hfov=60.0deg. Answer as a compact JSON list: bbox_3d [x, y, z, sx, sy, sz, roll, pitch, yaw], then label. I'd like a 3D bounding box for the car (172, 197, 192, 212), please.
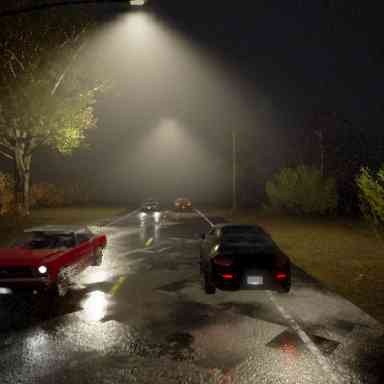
[{"bbox_3d":[-1.031,1.466,37.514,1.812,1.442,4.674,0,0,-3],"label":"car"}]

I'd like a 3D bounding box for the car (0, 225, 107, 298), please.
[{"bbox_3d":[-3.672,1.596,8.631,1.895,1.301,4.718,0,0,-1],"label":"car"}]

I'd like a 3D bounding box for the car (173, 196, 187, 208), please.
[{"bbox_3d":[-1.725,1.419,47.694,1.837,1.490,4.892,0,0,-4],"label":"car"}]

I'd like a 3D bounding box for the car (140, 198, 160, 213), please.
[{"bbox_3d":[-4.598,1.449,36.868,1.837,1.490,4.892,0,0,-3],"label":"car"}]

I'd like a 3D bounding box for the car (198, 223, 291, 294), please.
[{"bbox_3d":[1.174,1.521,8.653,1.812,1.442,4.674,0,0,-1],"label":"car"}]
